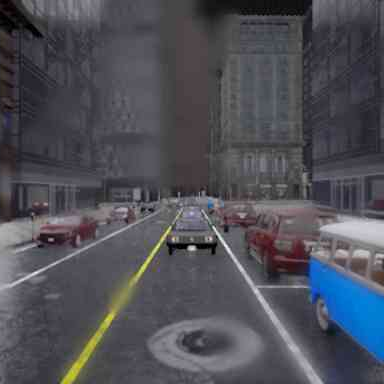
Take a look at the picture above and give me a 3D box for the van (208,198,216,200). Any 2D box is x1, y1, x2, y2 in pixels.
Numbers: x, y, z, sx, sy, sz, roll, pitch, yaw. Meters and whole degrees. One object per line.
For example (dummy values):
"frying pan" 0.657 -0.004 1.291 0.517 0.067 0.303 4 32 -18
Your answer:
"van" 2.848 1.723 43.877 1.690 1.788 3.998 0 0 0

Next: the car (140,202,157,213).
"car" -5.677 1.948 43.874 1.947 1.339 4.313 0 0 0

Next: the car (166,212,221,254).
"car" 0.000 1.733 14.101 1.895 1.301 4.718 0 0 0

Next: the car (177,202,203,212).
"car" -0.003 1.809 28.987 2.033 1.411 5.357 0 0 0

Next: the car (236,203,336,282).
"car" 2.850 1.409 9.986 2.192 1.841 5.009 0 -1 0

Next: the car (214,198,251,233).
"car" 2.849 1.510 21.283 2.192 1.841 5.009 0 0 0

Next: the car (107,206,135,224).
"car" -5.675 1.827 26.926 1.802 1.307 4.206 0 0 0

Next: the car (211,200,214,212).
"car" 2.849 1.684 26.930 1.967 1.590 4.097 0 0 0

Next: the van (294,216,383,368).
"van" 2.851 1.383 4.337 1.690 1.788 3.998 0 -1 0

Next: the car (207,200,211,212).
"car" 2.849 1.919 38.227 1.802 1.307 4.206 0 0 0

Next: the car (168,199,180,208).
"car" -3.010 2.009 57.023 1.812 1.442 4.674 0 -1 0

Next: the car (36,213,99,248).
"car" -5.674 1.690 15.629 1.887 1.381 4.507 0 -1 0
